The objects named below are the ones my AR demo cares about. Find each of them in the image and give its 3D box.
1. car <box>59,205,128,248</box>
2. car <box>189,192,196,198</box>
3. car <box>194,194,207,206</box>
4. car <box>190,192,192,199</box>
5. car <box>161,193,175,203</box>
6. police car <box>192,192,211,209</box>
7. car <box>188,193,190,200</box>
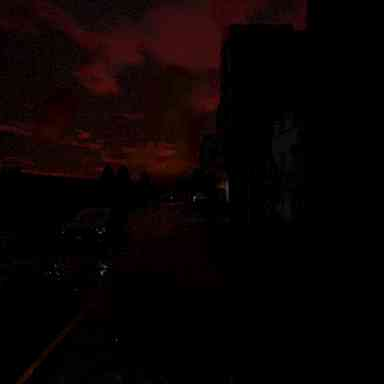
[{"bbox_3d":[-4.087,1.371,14.539,1.882,1.535,5.008,0,0,0],"label":"car"},{"bbox_3d":[0.079,0.794,87.043,1.837,1.490,4.892,0,0,0],"label":"car"},{"bbox_3d":[1.244,1.097,49.109,1.801,1.575,5.366,0,0,0],"label":"car"},{"bbox_3d":[1.197,0.899,54.888,2.097,1.767,4.553,-3,0,0],"label":"car"},{"bbox_3d":[-4.006,0.940,56.366,2.097,1.767,4.553,0,0,1],"label":"car"},{"bbox_3d":[1.224,1.134,39.030,1.930,1.638,5.238,0,0,0],"label":"police car"},{"bbox_3d":[0.066,0.930,72.036,2.128,1.511,4.902,0,0,0],"label":"car"}]
